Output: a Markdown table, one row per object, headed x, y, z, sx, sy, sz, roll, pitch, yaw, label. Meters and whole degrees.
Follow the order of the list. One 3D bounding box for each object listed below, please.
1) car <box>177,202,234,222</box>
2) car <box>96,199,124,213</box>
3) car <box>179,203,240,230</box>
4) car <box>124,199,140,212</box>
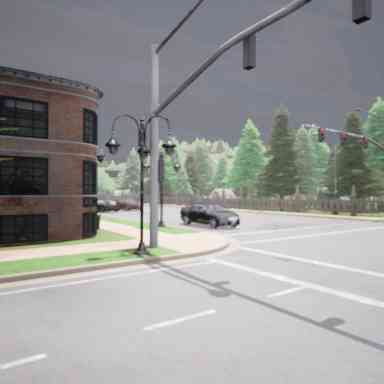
| x | y | z | sx | sy | sz | roll | pitch | yaw | label |
| --- | --- | --- | --- | --- | --- | --- | --- | --- | --- |
| 0.991 | 1.614 | 28.241 | 2.033 | 1.411 | 5.357 | 0 | 0 | -35 | car |
| -9.805 | 1.655 | 37.605 | 1.895 | 1.301 | 4.718 | 0 | 0 | -35 | car |
| 1.104 | 1.543 | 21.998 | 2.128 | 1.511 | 4.902 | 0 | 0 | -35 | car |
| -7.775 | 1.545 | 40.831 | 1.882 | 1.535 | 5.008 | 0 | 0 | -35 | car |
